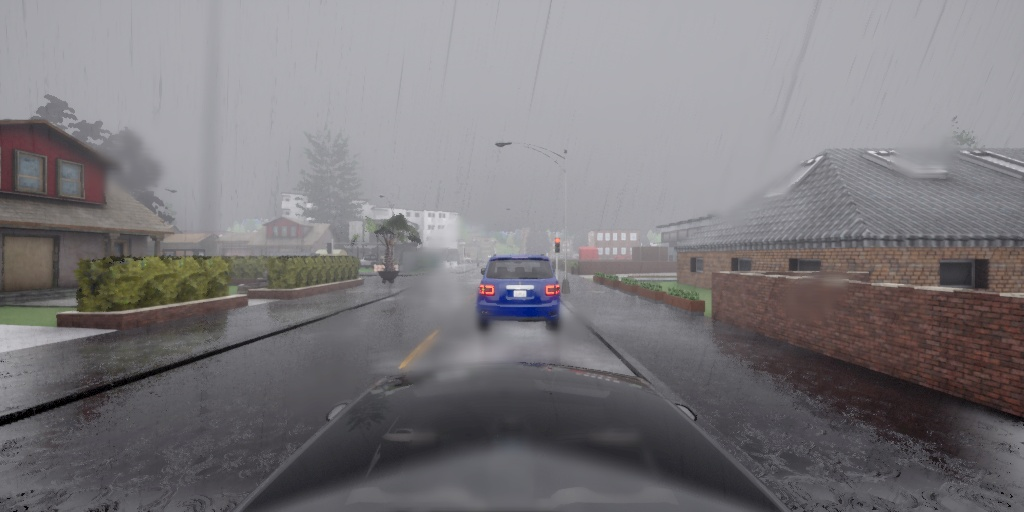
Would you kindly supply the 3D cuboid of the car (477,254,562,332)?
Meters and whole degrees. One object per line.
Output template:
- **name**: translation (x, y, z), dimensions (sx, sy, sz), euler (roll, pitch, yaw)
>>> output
- **car**: translation (0.191, 0.971, 11.049), dimensions (2.150, 2.045, 5.566), euler (0, 0, 0)

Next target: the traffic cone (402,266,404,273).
- **traffic cone**: translation (-14.020, 1.582, 47.536), dimensions (0.344, 0.586, 0.344), euler (0, 0, 0)

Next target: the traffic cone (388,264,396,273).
- **traffic cone**: translation (-15.393, 1.561, 45.937), dimensions (0.344, 0.586, 0.344), euler (0, 0, 0)

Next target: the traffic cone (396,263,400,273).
- **traffic cone**: translation (-15.027, 1.558, 46.504), dimensions (0.344, 0.586, 0.344), euler (0, 0, 0)
